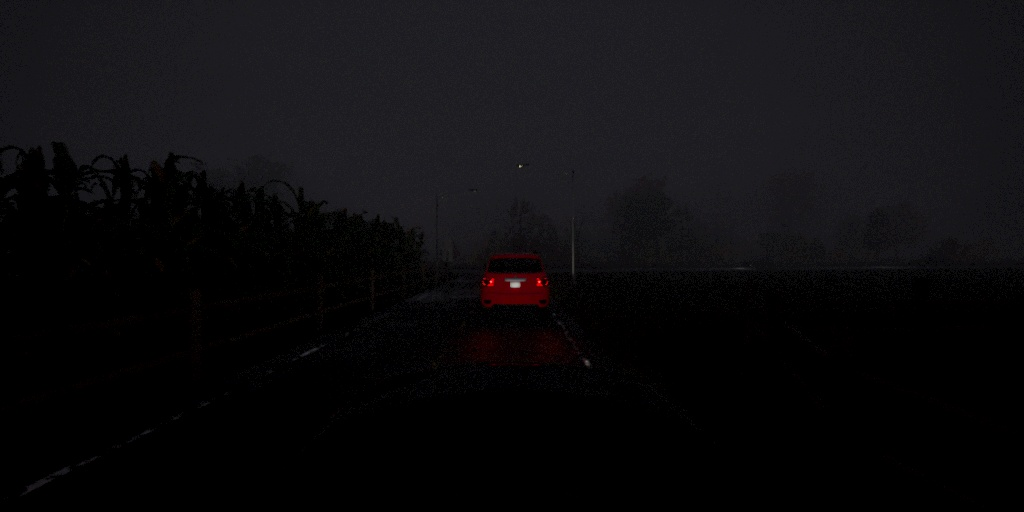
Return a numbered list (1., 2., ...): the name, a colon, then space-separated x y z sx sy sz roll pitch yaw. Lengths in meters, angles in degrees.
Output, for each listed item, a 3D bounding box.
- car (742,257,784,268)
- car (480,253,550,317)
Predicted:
1. car: 29.957 0.761 42.832 4.181 1.385 1.994 -1 1 1
2. car: 0.096 0.896 12.969 2.150 2.045 5.566 0 1 0
